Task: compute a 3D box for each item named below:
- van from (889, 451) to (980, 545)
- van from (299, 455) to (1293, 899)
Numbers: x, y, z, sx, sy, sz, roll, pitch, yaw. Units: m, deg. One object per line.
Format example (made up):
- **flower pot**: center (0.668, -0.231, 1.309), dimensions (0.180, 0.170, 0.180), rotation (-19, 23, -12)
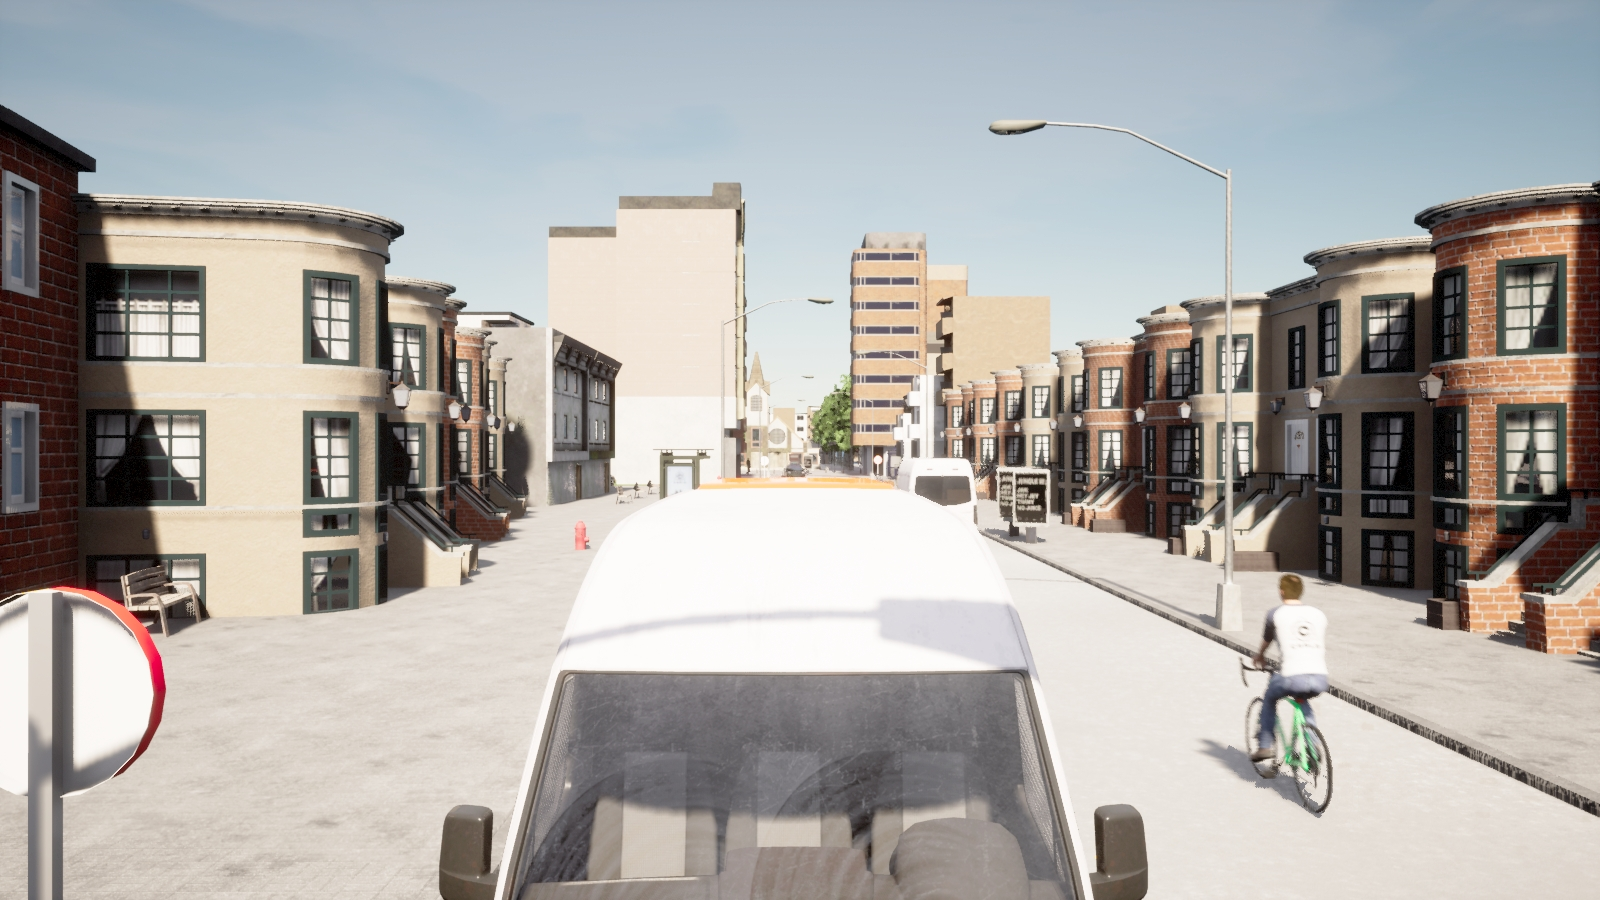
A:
- **van**: center (3.894, 1.315, 34.072), dimensions (1.988, 2.561, 5.915), rotation (0, 0, 0)
- **van**: center (-0.019, 1.314, 5.243), dimensions (1.988, 2.561, 5.915), rotation (0, 0, 0)
